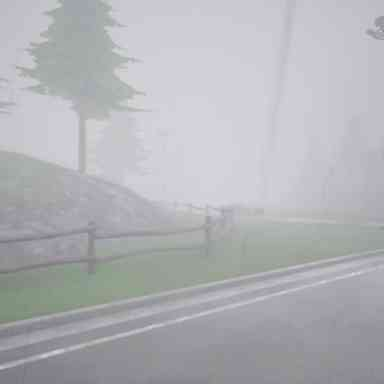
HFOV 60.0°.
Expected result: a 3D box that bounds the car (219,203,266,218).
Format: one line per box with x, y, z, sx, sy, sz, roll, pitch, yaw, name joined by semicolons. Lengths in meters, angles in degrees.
4.681;1.665;31.187;1.895;1.301;4.718;0;0;-33;car
